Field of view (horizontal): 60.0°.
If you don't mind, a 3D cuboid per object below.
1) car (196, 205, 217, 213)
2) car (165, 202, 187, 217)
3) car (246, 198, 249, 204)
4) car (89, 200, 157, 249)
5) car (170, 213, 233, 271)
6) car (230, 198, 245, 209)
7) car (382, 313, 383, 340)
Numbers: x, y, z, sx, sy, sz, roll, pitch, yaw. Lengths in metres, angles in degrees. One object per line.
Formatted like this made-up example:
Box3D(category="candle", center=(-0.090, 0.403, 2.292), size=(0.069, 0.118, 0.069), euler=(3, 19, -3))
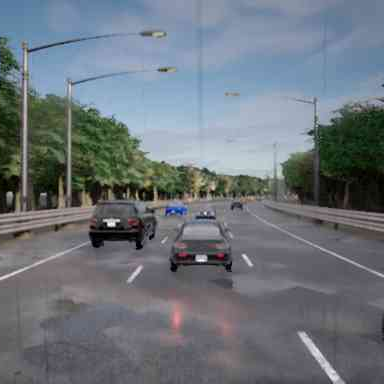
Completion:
Box3D(category="car", center=(1.313, 1.882, 30.488), size=(2.033, 1.411, 5.357), euler=(0, -1, 4))
Box3D(category="car", center=(-1.686, 1.870, 36.399), size=(1.882, 1.535, 5.008), euler=(0, -1, 5))
Box3D(category="car", center=(13.106, 2.280, 86.580), size=(2.097, 1.767, 4.553), euler=(0, -1, 13))
Box3D(category="car", center=(-3.051, 1.389, 15.690), size=(2.150, 2.045, 5.566), euler=(0, -1, 2))
Box3D(category="car", center=(0.319, 1.650, 11.279), size=(1.812, 1.442, 4.674), euler=(0, -1, 2))
Box3D(category="car", center=(7.672, 2.122, 56.966), size=(1.837, 1.490, 4.892), euler=(0, -1, 8))
Box3D(category="car", center=(3.526, 1.540, 2.637), size=(1.837, 1.490, 4.892), euler=(0, -1, 0))
